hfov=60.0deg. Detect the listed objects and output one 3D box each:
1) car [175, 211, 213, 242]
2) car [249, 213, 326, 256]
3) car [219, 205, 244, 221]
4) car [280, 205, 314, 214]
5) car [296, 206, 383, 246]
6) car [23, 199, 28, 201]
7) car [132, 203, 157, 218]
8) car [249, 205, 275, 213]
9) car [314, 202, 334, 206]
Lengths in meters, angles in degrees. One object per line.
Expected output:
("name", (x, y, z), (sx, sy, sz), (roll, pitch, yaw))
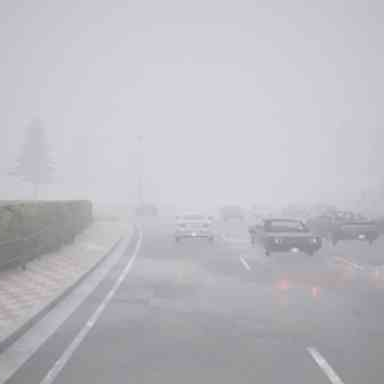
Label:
("car", (0.090, 1.723, 17.504), (1.812, 1.442, 4.674), (0, -1, 0))
("car", (3.603, 1.757, 13.845), (1.895, 1.301, 4.718), (0, -1, 0))
("car", (3.606, 1.893, 30.688), (2.033, 1.411, 5.357), (0, -1, 0))
("car", (10.608, 1.989, 34.485), (1.895, 1.301, 4.718), (0, -1, 0))
("car", (7.103, 1.676, 16.346), (2.128, 1.511, 4.902), (0, -1, 0))
("car", (-39.016, 2.419, 77.658), (4.181, 1.385, 1.994), (-1, -1, 40))
("car", (-5.089, 1.889, 35.334), (2.128, 1.511, 4.902), (0, -1, -22))
("car", (7.106, 1.989, 34.483), (1.895, 1.301, 4.718), (0, -1, 0))
("car", (14.106, 1.911, 36.099), (1.837, 1.490, 4.892), (0, -1, 0))
